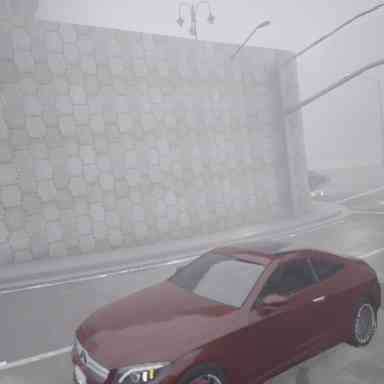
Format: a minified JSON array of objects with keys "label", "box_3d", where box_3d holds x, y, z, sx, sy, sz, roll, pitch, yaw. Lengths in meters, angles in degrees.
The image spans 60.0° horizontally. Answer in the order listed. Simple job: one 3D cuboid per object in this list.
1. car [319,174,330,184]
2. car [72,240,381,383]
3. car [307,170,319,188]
[{"label":"car","box_3d":[10.713,-1.347,31.812,1.837,1.490,4.892,-11,6,-34]},{"label":"car","box_3d":[0.814,1.476,4.571,4.674,1.442,1.812,-2,1,-35]},{"label":"car","box_3d":[8.045,-0.741,29.603,2.033,1.411,5.357,-11,7,-35]}]
